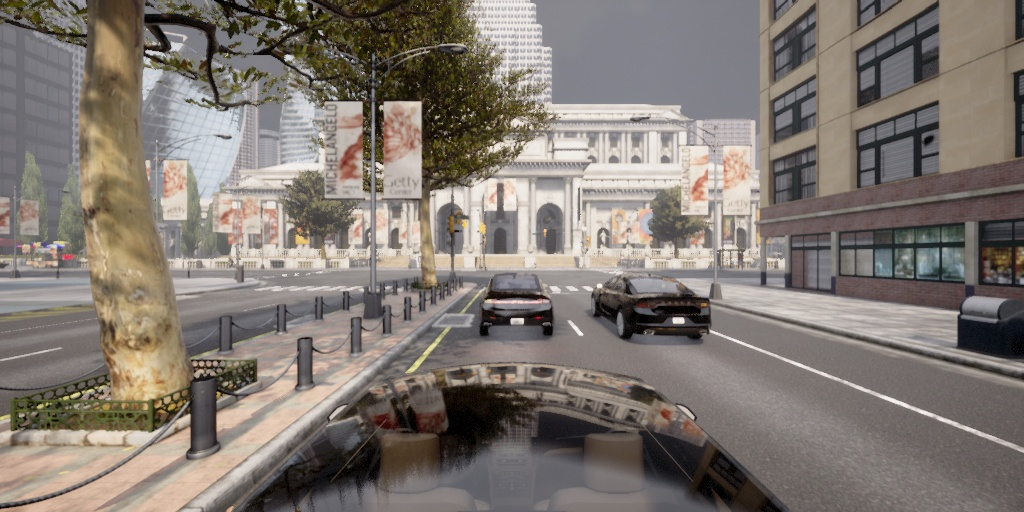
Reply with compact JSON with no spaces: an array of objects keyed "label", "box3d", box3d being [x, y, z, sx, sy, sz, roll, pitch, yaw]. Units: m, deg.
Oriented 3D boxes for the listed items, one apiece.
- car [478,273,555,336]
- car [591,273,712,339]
[{"label":"car","box3d":[0.080,1.236,10.376,2.128,1.511,4.902,0,0,-1]},{"label":"car","box3d":[3.565,1.222,10.108,1.882,1.535,5.008,0,0,0]}]
